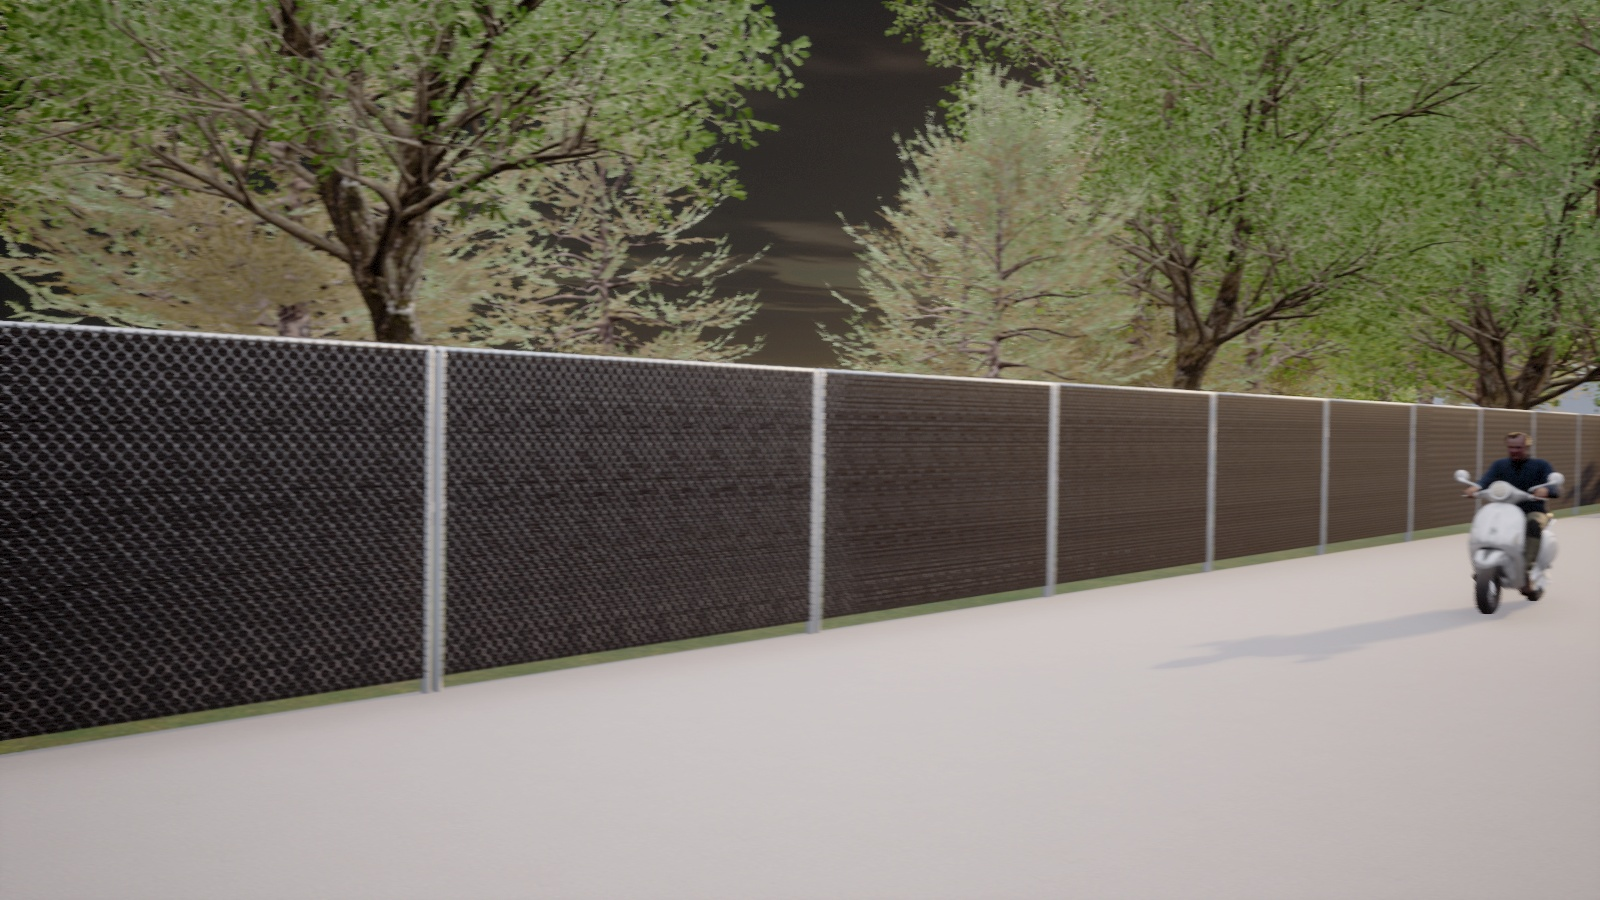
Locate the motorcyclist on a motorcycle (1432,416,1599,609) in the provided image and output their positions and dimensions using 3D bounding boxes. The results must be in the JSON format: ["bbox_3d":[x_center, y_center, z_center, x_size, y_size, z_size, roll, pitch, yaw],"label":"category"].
[{"bbox_3d":[6.464,0.495,11.282,1.817,1.590,0.866,-1,1,-44],"label":"motorcyclist on a motorcycle"}]
